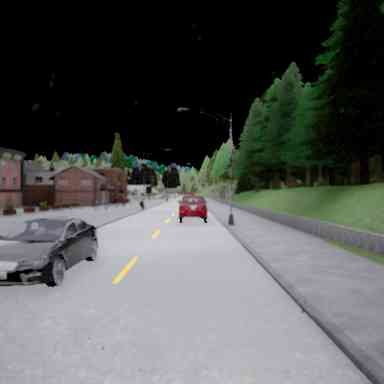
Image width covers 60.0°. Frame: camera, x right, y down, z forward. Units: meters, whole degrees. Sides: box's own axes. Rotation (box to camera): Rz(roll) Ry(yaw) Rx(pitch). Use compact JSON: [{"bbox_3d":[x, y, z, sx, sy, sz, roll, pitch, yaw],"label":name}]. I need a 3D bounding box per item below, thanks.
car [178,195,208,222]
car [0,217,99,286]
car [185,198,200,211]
[{"bbox_3d":[0.071,1.261,26.647,2.150,2.045,5.566,0,0,-1],"label":"car"},{"bbox_3d":[-4.081,1.505,9.486,2.128,1.511,4.902,0,0,0],"label":"car"},{"bbox_3d":[0.091,1.538,43.655,1.882,1.535,5.008,0,0,0],"label":"car"}]
